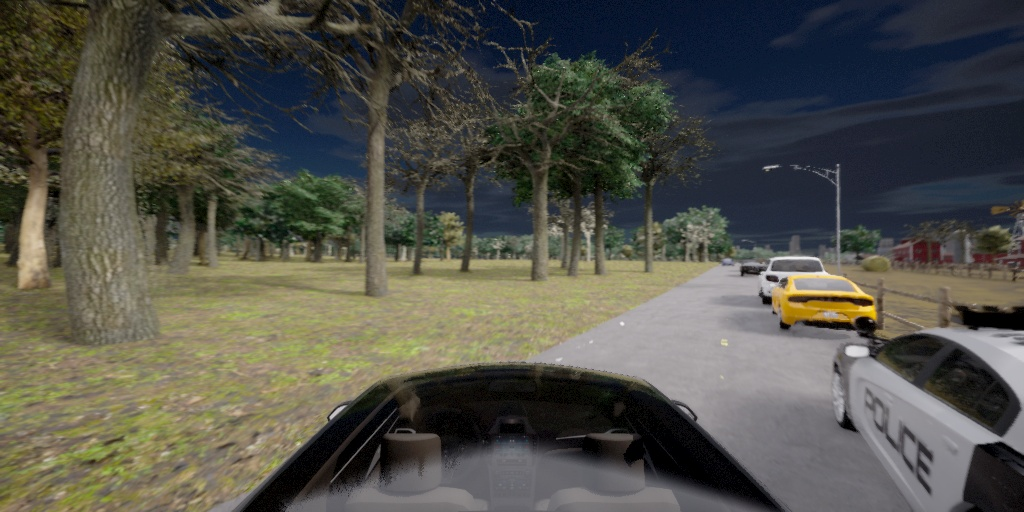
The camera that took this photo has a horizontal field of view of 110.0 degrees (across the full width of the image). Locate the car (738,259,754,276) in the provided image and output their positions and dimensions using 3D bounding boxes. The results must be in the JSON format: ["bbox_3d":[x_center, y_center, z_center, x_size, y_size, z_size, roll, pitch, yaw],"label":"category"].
[{"bbox_3d":[24.661,1.291,36.959,1.882,1.535,5.008,0,0,33],"label":"car"}]

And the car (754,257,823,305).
[{"bbox_3d":[12.334,1.045,15.970,2.150,2.045,5.566,0,0,32],"label":"car"}]

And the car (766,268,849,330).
[{"bbox_3d":[9.116,1.290,10.865,1.882,1.535,5.008,0,0,32],"label":"car"}]

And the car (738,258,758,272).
[{"bbox_3d":[31.106,1.128,47.267,2.097,1.767,4.553,0,0,32],"label":"car"}]

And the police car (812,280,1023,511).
[{"bbox_3d":[3.838,1.183,2.501,1.930,1.638,5.238,0,-1,32],"label":"police car"}]
